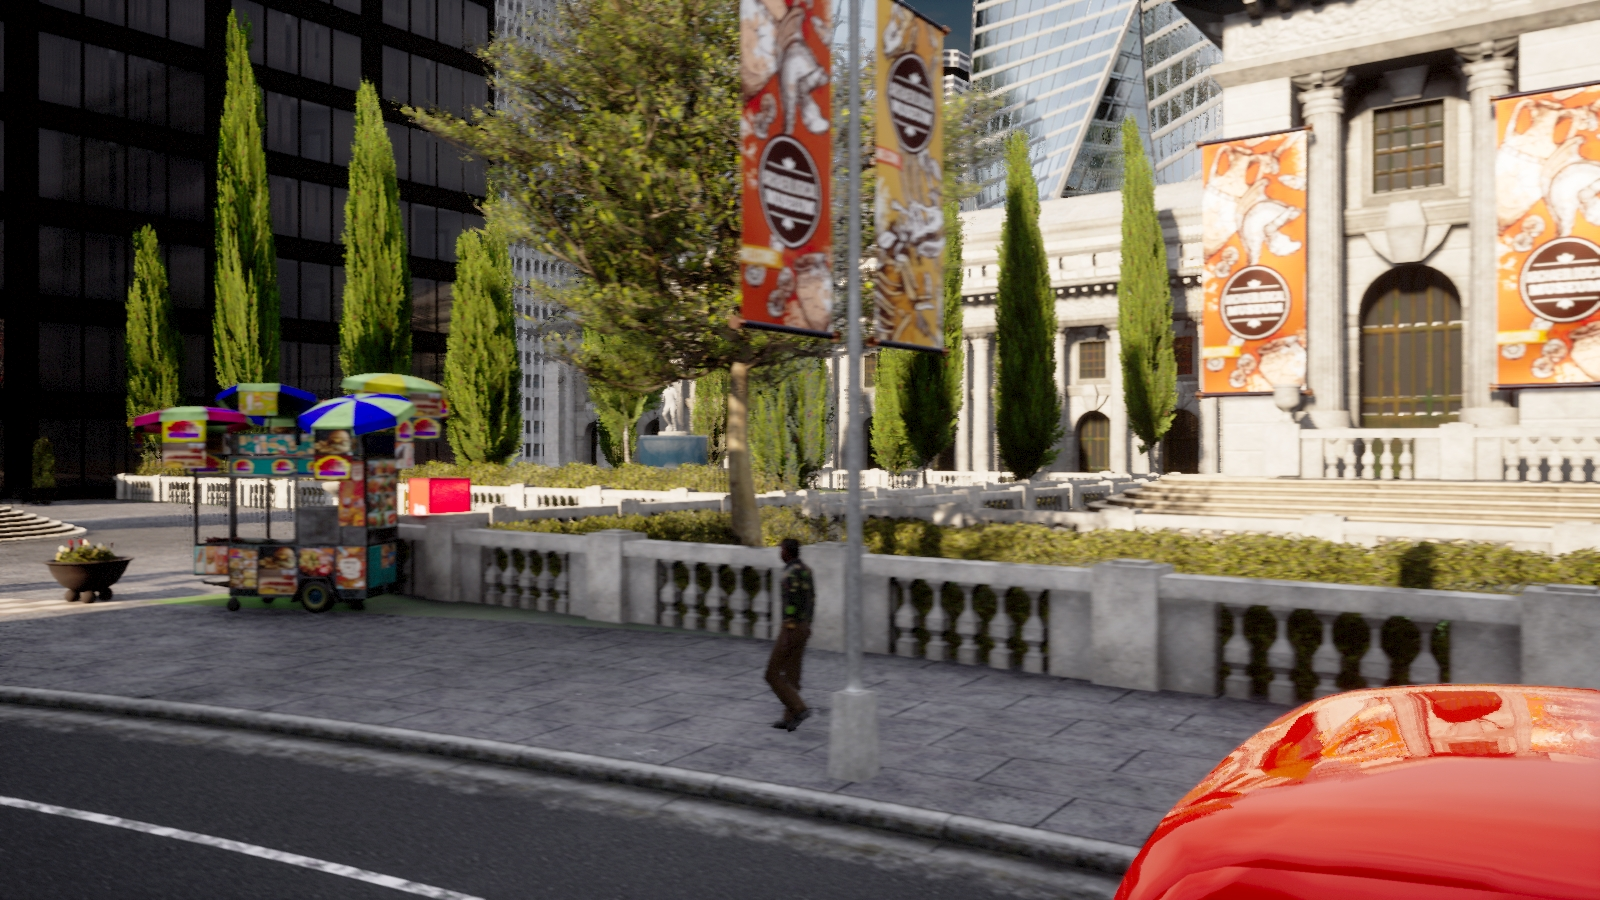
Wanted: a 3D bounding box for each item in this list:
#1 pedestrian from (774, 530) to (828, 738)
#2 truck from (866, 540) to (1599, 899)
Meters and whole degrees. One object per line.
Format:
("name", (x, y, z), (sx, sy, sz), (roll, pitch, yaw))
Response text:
("pedestrian", (0.011, 1.695, 10.658), (0.375, 1.860, 0.375), (0, 0, 24))
("truck", (3.006, 1.567, 1.679), (5.204, 2.467, 2.627), (0, 0, 35))
